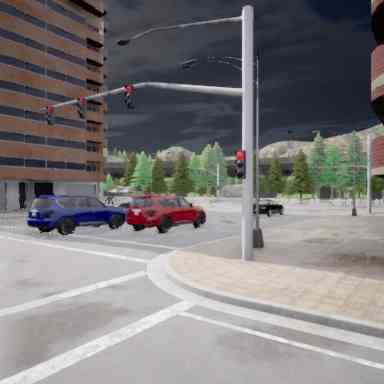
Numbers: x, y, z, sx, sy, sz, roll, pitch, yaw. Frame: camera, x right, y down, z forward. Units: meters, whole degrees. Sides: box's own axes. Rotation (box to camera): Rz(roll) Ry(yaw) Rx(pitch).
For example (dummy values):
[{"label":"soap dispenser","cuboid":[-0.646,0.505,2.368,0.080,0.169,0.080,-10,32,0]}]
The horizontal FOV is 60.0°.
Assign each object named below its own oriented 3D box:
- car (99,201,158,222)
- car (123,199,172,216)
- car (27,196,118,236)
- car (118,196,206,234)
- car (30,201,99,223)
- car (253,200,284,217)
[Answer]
[{"label":"car","cuboid":[-5.048,1.525,27.030,1.812,1.442,4.674,0,0,36]},{"label":"car","cuboid":[-4.426,1.491,33.830,2.128,1.511,4.902,0,0,36]},{"label":"car","cuboid":[-6.359,1.220,18.913,2.150,2.045,5.566,0,0,36]},{"label":"car","cuboid":[-1.385,1.222,19.827,2.150,2.045,5.566,0,0,36]},{"label":"car","cuboid":[-9.907,1.504,26.288,1.837,1.490,4.892,0,0,36]},{"label":"car","cuboid":[7.158,1.477,31.701,1.882,1.535,5.008,0,0,36]}]
